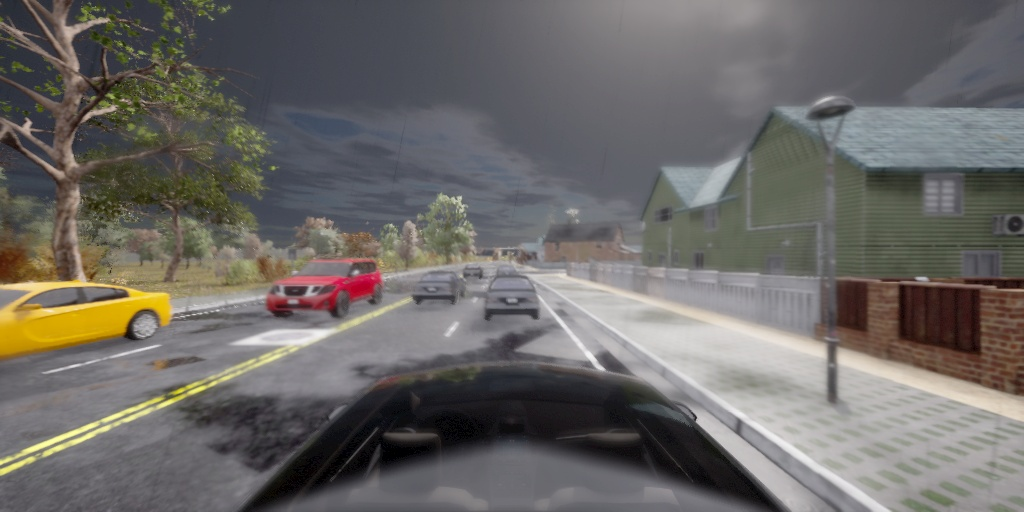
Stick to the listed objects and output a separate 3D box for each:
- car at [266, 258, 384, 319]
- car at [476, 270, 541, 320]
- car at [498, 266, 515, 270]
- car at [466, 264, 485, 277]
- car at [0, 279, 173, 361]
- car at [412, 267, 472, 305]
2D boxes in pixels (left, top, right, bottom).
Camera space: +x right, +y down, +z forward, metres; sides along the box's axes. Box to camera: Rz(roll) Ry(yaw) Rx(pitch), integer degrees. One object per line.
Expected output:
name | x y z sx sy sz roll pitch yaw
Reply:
car | -6.707 1.096 13.709 2.150 2.045 5.566 0 -1 -1
car | -0.012 1.412 13.230 2.033 1.411 5.357 0 -1 -1
car | -0.472 1.596 32.256 2.033 1.411 5.357 0 -1 -2
car | -3.906 1.588 36.981 2.128 1.511 4.902 0 -1 -2
car | -9.886 1.287 7.333 1.882 1.535 5.008 0 -1 0
car | -3.318 1.453 17.214 2.033 1.411 5.357 0 -1 -1
